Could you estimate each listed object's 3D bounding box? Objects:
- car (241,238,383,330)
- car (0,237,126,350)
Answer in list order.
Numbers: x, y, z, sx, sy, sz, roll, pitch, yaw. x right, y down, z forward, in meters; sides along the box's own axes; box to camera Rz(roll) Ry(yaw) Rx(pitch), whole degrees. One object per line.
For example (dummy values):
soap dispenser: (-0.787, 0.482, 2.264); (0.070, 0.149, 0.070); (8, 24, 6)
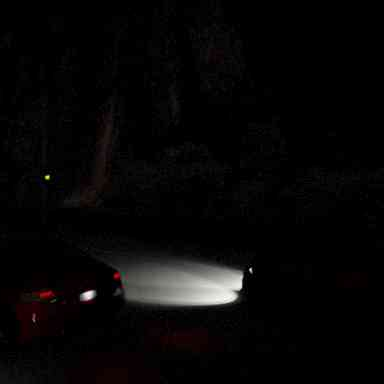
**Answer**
car: (3.038, 1.565, 6.123); (4.181, 1.385, 1.994); (0, 0, 35)
car: (-3.233, 1.570, 6.297); (4.181, 1.385, 1.994); (0, 0, 35)
